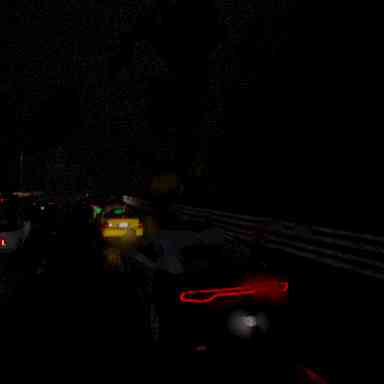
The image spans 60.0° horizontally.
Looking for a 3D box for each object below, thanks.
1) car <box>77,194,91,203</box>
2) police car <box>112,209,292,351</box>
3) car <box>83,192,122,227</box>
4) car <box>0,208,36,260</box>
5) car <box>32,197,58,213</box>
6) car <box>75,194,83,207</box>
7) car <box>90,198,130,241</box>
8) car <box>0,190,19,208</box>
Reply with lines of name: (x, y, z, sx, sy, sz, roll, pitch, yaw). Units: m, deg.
car: (-17.263, 1.008, 53.337, 1.994, 1.385, 4.181, 1, 0, -17)
police car: (-0.208, 1.385, 6.575, 1.930, 1.638, 5.238, 1, 0, -21)
car: (-5.592, 1.016, 21.340, 2.150, 2.045, 5.566, 1, 0, -19)
car: (-6.695, 1.430, 11.299, 1.895, 1.301, 4.718, 1, 0, -20)
car: (-13.353, 1.146, 30.236, 1.812, 1.442, 4.674, 1, 0, -19)
car: (-13.444, 1.087, 41.330, 1.812, 1.442, 4.674, 1, 0, -17)
car: (-3.655, 1.307, 15.913, 1.801, 1.575, 5.366, 1, 0, -20)
car: (-16.591, 0.797, 28.882, 2.150, 2.045, 5.566, 1, 0, -19)
